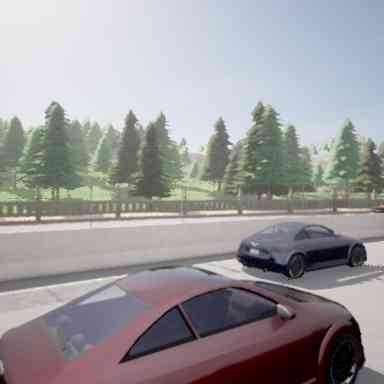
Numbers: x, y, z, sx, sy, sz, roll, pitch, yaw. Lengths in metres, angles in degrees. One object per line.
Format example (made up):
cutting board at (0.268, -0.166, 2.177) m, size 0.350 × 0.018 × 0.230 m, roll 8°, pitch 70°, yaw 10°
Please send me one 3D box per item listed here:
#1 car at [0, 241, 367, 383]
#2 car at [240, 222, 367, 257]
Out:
car at (0.114, 1.574, 3.793) m, size 4.181 × 1.385 × 1.994 m, roll 0°, pitch 0°, yaw -35°
car at (3.407, 1.604, 10.146) m, size 4.181 × 1.385 × 1.994 m, roll 0°, pitch 0°, yaw -32°
